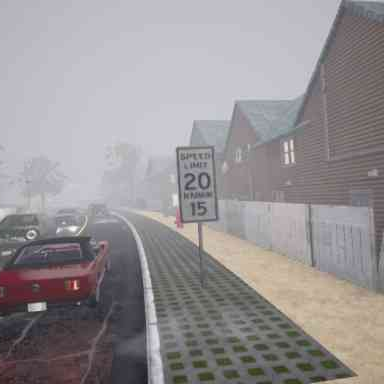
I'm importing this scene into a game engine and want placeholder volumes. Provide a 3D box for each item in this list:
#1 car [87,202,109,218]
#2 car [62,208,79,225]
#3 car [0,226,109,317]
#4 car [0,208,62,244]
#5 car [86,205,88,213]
[{"bbox_3d":[-10.363,2.006,37.107,1.837,1.490,4.892,-3,0,-18],"label":"car"},{"bbox_3d":[-10.778,2.081,28.617,2.033,1.411,5.357,-3,0,-16],"label":"car"},{"bbox_3d":[-3.040,1.707,7.891,1.895,1.301,4.718,-3,0,-10],"label":"car"},{"bbox_3d":[-7.313,1.702,14.427,2.097,1.767,4.553,-3,0,-12],"label":"car"},{"bbox_3d":[-13.905,2.200,46.908,1.812,1.442,4.674,-3,0,-23],"label":"car"}]
